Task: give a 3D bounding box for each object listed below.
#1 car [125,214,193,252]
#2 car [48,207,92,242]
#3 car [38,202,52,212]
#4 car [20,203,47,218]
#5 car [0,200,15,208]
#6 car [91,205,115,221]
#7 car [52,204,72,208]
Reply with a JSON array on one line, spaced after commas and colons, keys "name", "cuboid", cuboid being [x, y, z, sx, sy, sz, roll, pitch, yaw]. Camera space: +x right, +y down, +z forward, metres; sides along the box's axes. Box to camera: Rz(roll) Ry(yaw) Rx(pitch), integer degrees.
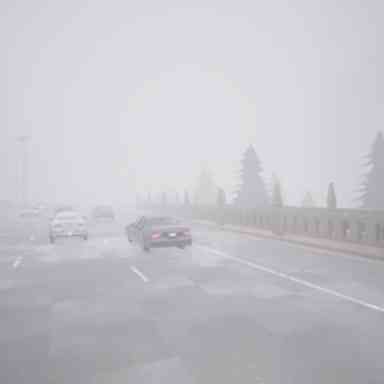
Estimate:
[{"name": "car", "cuboid": [-1.672, 1.708, 14.932, 2.033, 1.411, 5.357, -1, -1, -22]}, {"name": "car", "cuboid": [-6.823, 1.822, 18.361, 1.812, 1.442, 4.674, -1, 0, -22]}, {"name": "car", "cuboid": [-20.996, 2.176, 47.569, 2.097, 1.767, 4.553, -1, 0, -11]}, {"name": "car", "cuboid": [-18.285, 2.296, 38.173, 1.895, 1.301, 4.718, -1, 0, -17]}, {"name": "car", "cuboid": [-28.542, 2.239, 50.185, 2.150, 2.045, 5.566, -1, -1, -9]}, {"name": "car", "cuboid": [-8.838, 2.005, 32.789, 2.033, 1.411, 5.357, -1, -1, -21]}, {"name": "car", "cuboid": [-13.679, 2.087, 35.715, 1.837, 1.490, 4.892, -1, 0, -20]}]
